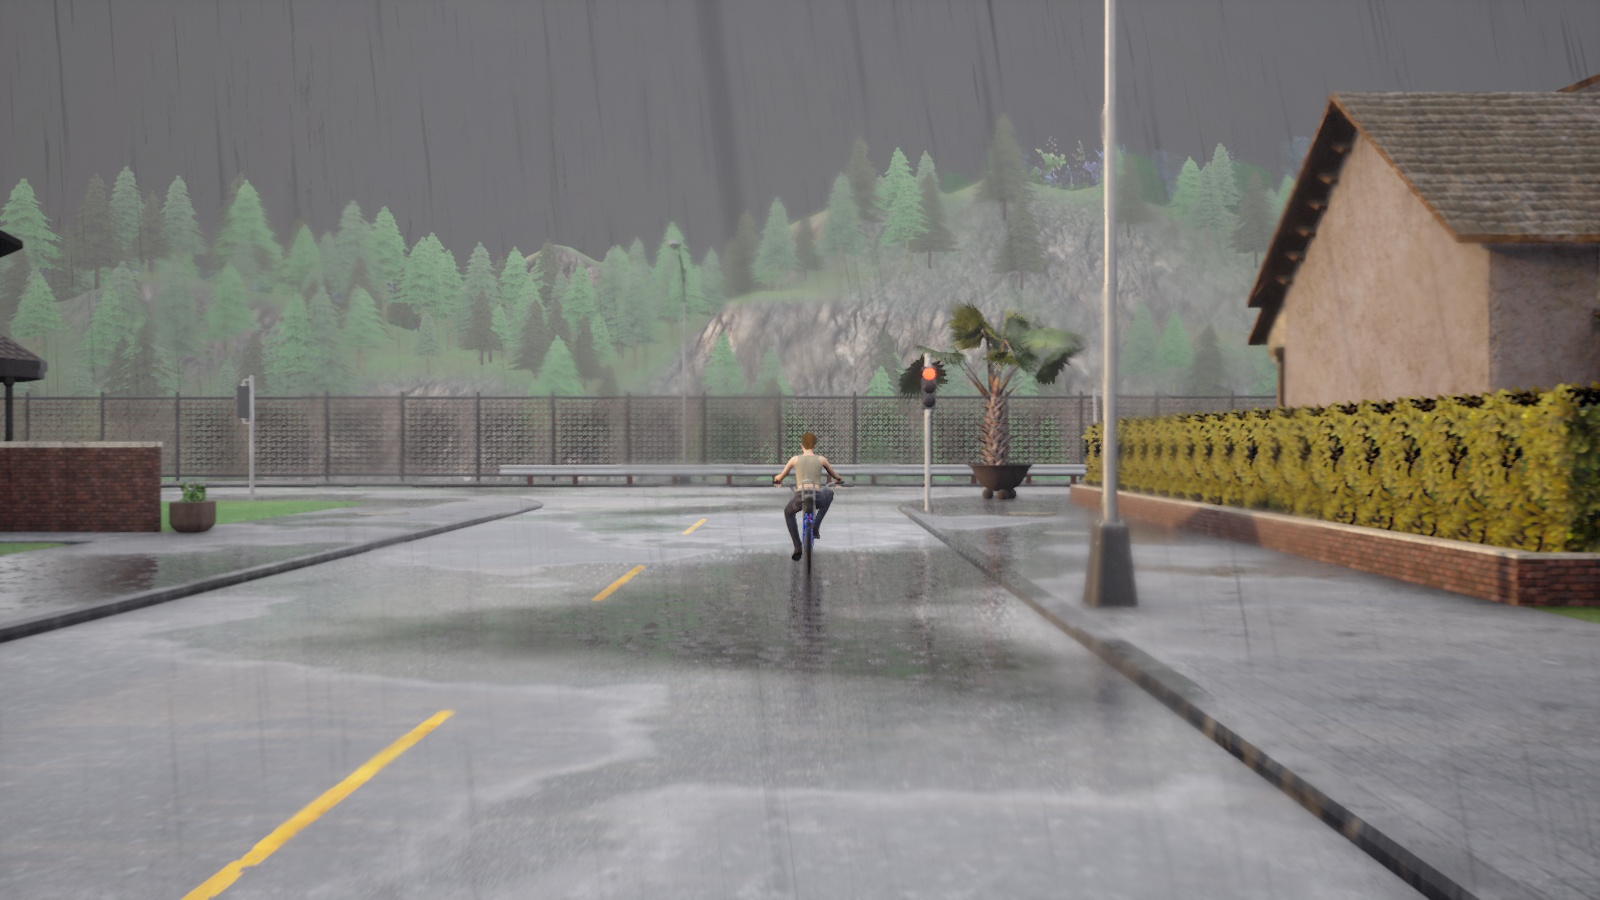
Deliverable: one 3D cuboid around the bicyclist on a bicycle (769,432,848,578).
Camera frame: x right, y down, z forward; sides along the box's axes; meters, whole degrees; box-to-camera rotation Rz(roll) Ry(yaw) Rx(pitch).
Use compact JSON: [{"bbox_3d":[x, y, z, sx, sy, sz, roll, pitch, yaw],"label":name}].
[{"bbox_3d":[0.096,0.601,14.643,0.866,1.612,1.509,0,0,0],"label":"bicyclist on a bicycle"}]
